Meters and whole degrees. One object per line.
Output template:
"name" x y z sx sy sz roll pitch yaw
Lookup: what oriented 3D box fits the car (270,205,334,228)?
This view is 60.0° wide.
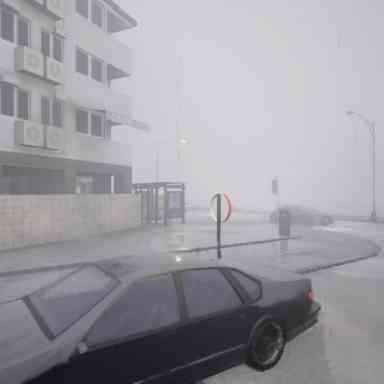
"car" 7.260 1.564 22.349 1.994 1.385 4.181 0 0 -35

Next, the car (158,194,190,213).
"car" -2.521 1.222 36.129 2.150 2.045 5.566 0 0 -35

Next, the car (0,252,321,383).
"car" -0.634 1.547 4.150 5.357 1.411 2.033 0 0 -35
